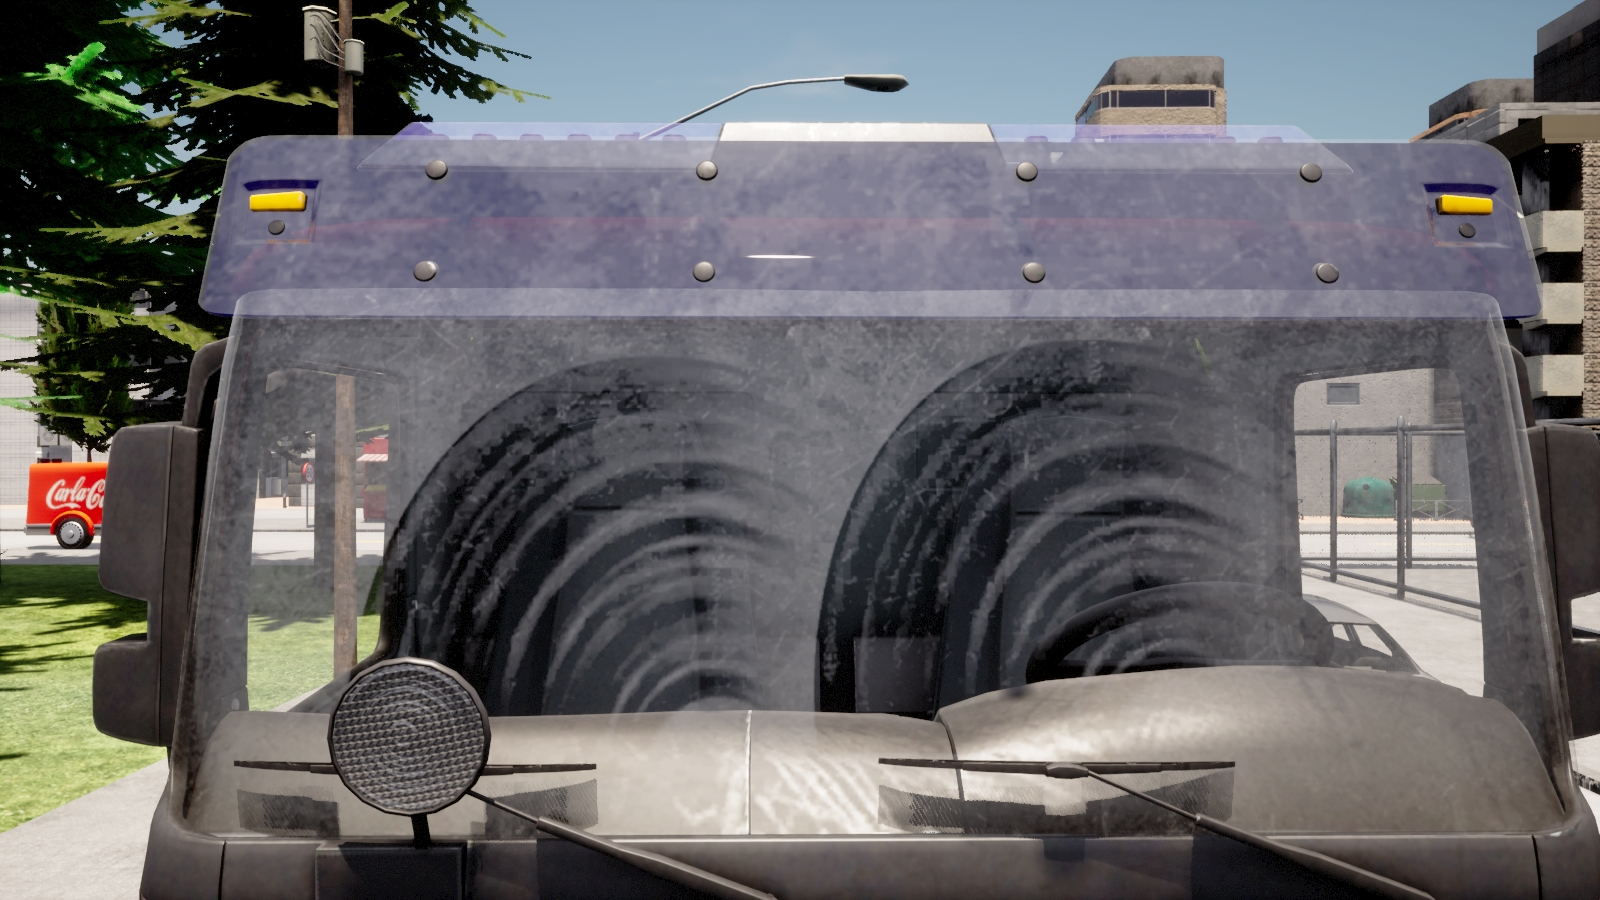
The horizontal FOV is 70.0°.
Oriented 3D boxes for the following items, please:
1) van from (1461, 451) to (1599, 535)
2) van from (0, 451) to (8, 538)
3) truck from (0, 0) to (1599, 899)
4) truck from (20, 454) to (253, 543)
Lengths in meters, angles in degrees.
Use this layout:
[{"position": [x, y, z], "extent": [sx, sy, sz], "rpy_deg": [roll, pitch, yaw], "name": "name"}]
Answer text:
[{"position": [24.242, 1.314, 35.747], "extent": [5.915, 2.561, 1.988], "rpy_deg": [0, 0, 1], "name": "van"}, {"position": [-26.605, 1.315, 33.180], "extent": [5.915, 2.561, 1.988], "rpy_deg": [0, 0, 2], "name": "van"}, {"position": [0.092, 0.670, 5.580], "extent": [2.891, 3.827, 8.468], "rpy_deg": [0, 0, -1], "name": "truck"}, {"position": [-19.012, 1.348, 32.943], "extent": [5.204, 2.467, 2.627], "rpy_deg": [0, 0, 1], "name": "truck"}]
